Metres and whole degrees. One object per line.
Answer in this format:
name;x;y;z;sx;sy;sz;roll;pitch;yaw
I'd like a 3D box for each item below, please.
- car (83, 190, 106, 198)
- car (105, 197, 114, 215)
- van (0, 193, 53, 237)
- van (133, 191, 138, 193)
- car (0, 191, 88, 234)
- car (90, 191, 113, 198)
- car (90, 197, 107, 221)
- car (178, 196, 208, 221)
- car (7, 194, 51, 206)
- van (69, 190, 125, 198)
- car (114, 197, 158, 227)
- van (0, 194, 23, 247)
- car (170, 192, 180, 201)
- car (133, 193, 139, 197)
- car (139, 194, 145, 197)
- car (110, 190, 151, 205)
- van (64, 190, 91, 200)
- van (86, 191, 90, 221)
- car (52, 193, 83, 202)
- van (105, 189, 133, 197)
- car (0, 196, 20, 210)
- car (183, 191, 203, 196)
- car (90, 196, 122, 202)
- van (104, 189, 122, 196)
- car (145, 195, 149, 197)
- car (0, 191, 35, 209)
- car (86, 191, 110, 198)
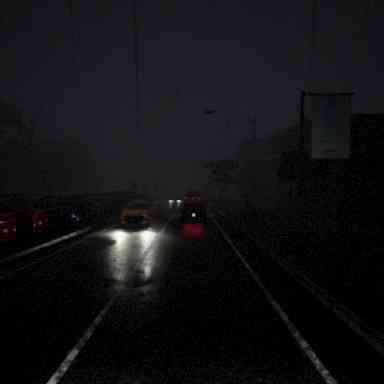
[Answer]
car;-22.083;0.528;75.600;4.553;1.767;2.185;0;1;0
car;-8.935;1.347;26.297;4.674;1.452;2.002;0;0;0
van;-9.046;1.161;15.079;4.442;1.987;1.878;0;0;0
van;-9.064;0.910;40.315;4.442;1.987;1.878;0;1;0
car;-8.904;1.119;17.883;5.566;2.045;2.435;0;0;0
car;-22.049;0.581;81.153;4.892;1.521;2.231;0;1;0
car;-8.942;1.331;23.493;4.892;1.521;2.231;0;0;0
car;0.116;1.307;24.901;1.837;1.490;4.892;0;0;0
car;-22.036;1.072;45.074;5.008;1.535;2.097;0;1;0
van;-9.058;1.020;31.904;4.442;1.987;1.878;0;1;0
car;-3.335;1.315;21.390;1.882;1.535;5.008;0;0;0
van;-9.045;1.178;12.276;4.442;1.987;1.878;0;0;0
car;-3.232;0.831;63.649;1.837;1.490;4.892;0;1;1
car;-8.940;1.175;37.515;5.008;1.535;2.097;0;1;0
car;-8.952;1.138;43.122;4.674;1.452;2.002;0;1;0
car;-8.925;0.769;48.724;5.566;2.045;2.435;0;1;0
van;-22.160;0.578;64.497;4.442;1.987;1.878;0;1;0
van;-9.050;1.128;20.684;4.442;1.987;1.878;0;0;0
car;-22.011;0.910;58.951;4.792;1.488;2.163;0;1;0
van;-8.827;0.987;34.706;4.442;1.987;1.878;0;1;0
car;-22.018;1.188;36.748;4.892;1.521;2.231;0;1;0
car;0.125;0.849;41.375;2.150;2.045;5.566;0;1;0
car;-8.969;1.309;29.104;4.792;1.488;2.163;0;1;0
van;-21.946;0.209;92.249;4.442;1.987;1.878;0;1;0
car;-8.766;1.056;45.924;5.366;1.575;1.946;0;1;0
car;-21.998;0.897;39.519;5.566;2.045;2.435;0;1;0
car;-22.059;0.616;78.378;5.008;1.535;2.097;0;1;0
